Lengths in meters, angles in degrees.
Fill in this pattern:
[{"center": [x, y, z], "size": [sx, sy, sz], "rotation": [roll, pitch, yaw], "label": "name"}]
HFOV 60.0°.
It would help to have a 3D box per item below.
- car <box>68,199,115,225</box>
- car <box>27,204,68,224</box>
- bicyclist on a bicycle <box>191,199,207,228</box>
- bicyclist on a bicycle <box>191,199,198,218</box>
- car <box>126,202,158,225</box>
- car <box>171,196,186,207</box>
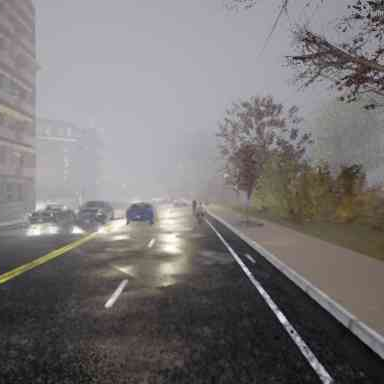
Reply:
[{"center": [-7.063, 1.355, 24.373], "size": [2.097, 1.767, 4.553], "rotation": [0, 0, -2], "label": "car"}, {"center": [-10.315, 1.610, 24.698], "size": [1.895, 1.301, 4.718], "rotation": [0, 0, -2], "label": "car"}, {"center": [0.533, 1.429, 21.216], "size": [0.866, 1.612, 1.509], "rotation": [0, 0, -2], "label": "bicyclist on a bicycle"}, {"center": [0.213, 1.442, 29.963], "size": [0.582, 1.620, 1.656], "rotation": [0, 0, -2], "label": "bicyclist on a bicycle"}, {"center": [-3.619, 1.476, 24.420], "size": [1.882, 1.535, 5.008], "rotation": [0, 0, -2], "label": "car"}, {"center": [-1.882, 1.582, 51.231], "size": [1.895, 1.301, 4.718], "rotation": [0, 0, -4], "label": "car"}]
